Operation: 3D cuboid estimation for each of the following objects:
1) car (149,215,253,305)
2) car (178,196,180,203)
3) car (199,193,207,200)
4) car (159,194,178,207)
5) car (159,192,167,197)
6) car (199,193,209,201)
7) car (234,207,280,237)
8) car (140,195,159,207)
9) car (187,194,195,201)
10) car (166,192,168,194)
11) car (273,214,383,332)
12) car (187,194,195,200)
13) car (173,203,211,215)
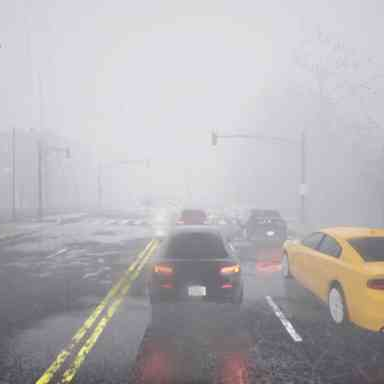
[{"bbox_3d":[0.076,1.519,7.957,1.812,1.442,4.674,0,0,0],"label":"car"},{"bbox_3d":[-3.465,1.461,69.496,1.812,1.442,4.674,0,0,0],"label":"car"},{"bbox_3d":[2.972,1.100,89.375,2.097,1.767,4.553,0,0,0],"label":"car"},{"bbox_3d":[-3.491,1.480,50.938,1.812,1.442,4.674,0,0,0],"label":"car"},{"bbox_3d":[-6.716,1.414,68.083,1.882,1.535,5.008,0,0,0],"label":"car"},{"bbox_3d":[3.003,1.456,78.987,2.033,1.411,5.357,0,0,0],"label":"car"},{"bbox_3d":[3.301,1.491,16.433,1.837,1.490,4.892,0,0,0],"label":"car"},{"bbox_3d":[-6.742,1.431,51.291,1.882,1.535,5.008,0,0,0],"label":"car"},{"bbox_3d":[-0.248,1.512,79.423,1.895,1.301,4.718,0,0,0],"label":"car"},{"bbox_3d":[-6.752,1.137,81.654,2.150,2.045,5.566,0,0,0],"label":"car"},{"bbox_3d":[3.330,1.472,6.977,1.882,1.535,5.008,0,0,0],"label":"car"},{"bbox_3d":[-0.278,1.223,89.395,1.882,1.535,5.008,0,0,0],"label":"car"},{"bbox_3d":[0.013,1.512,17.037,1.812,1.442,4.674,0,0,-2],"label":"car"}]
